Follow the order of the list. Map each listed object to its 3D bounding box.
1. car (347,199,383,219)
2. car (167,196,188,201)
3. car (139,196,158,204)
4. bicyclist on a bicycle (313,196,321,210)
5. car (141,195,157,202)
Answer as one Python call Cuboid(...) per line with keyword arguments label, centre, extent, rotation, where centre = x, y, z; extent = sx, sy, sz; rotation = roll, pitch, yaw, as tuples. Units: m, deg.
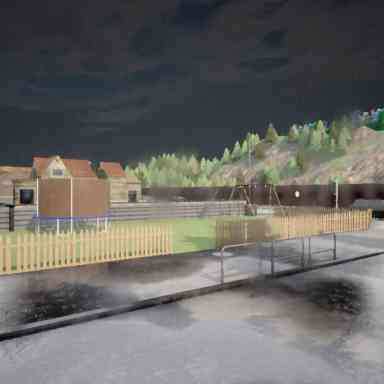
Cuboid(label="car", centre=(14.837, 1.352, 26.298), extent=(2.097, 1.767, 4.553), rotation=(0, 0, -35))
Cuboid(label="car", centre=(-2.641, 1.505, 57.818), extent=(1.837, 1.490, 4.892), rotation=(0, 0, -35))
Cuboid(label="car", centre=(-8.755, 1.526, 66.256), extent=(1.812, 1.442, 4.674), rotation=(0, 0, -36))
Cuboid(label="bicyclist on a bicycle", centre=(15.152, 1.349, 40.287), extent=(1.656, 1.620, 0.582), rotation=(0, 0, -36))
Cuboid(label="car", centre=(-8.422, 1.349, 58.922), extent=(2.097, 1.767, 4.553), rotation=(0, 0, -36))
